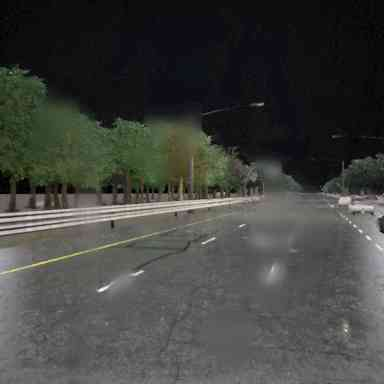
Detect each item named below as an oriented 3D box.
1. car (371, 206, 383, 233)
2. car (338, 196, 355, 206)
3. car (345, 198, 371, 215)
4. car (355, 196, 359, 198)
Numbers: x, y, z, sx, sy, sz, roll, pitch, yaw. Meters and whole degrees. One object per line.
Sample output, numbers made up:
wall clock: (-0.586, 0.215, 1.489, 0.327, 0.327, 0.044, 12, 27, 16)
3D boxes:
car: (10.562, 1.544, 16.473, 2.033, 1.411, 5.357, 0, 0, 20)
car: (24.239, 1.521, 52.552, 1.812, 1.442, 4.674, 0, 0, 24)
car: (16.776, 1.594, 33.154, 1.895, 1.301, 4.718, 0, 0, 20)
car: (33.989, 1.507, 69.532, 2.128, 1.511, 4.902, 0, 0, 38)
